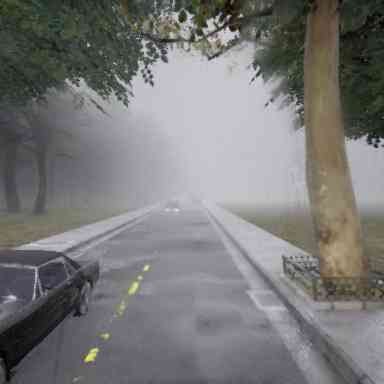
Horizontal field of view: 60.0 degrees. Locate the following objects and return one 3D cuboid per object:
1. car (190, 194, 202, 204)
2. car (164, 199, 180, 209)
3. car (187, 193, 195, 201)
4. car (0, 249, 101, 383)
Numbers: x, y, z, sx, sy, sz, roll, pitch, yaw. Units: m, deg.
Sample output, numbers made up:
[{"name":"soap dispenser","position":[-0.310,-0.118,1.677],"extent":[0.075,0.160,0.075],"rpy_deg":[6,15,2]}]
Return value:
[{"name":"car","position":[0.993,1.694,67.017],"extent":[1.812,1.442,4.674],"rpy_deg":[0,0,0]},{"name":"car","position":[-2.805,1.684,47.499],"extent":[1.994,1.385,4.181],"rpy_deg":[0,0,0]},{"name":"car","position":[0.038,1.297,85.032],"extent":[2.150,2.045,5.566],"rpy_deg":[0,0,0]},{"name":"car","position":[-2.847,1.613,4.749],"extent":[1.895,1.301,4.718],"rpy_deg":[0,0,0]}]
